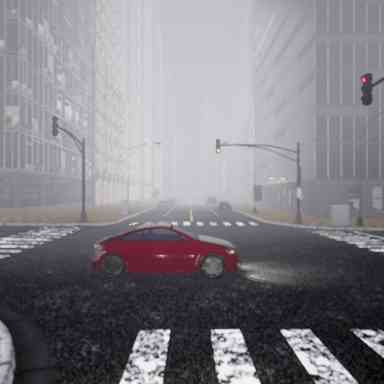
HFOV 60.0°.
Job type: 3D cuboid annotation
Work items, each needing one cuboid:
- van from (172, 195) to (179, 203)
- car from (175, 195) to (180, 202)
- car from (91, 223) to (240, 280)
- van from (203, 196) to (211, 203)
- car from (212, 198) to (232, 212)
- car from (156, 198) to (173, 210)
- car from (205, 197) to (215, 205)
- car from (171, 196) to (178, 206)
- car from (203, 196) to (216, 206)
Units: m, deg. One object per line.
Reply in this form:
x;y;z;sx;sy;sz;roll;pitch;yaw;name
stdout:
-4.265;1.786;85.685;1.690;1.788;3.998;0;0;0;van
-4.209;1.837;74.630;1.967;1.590;4.097;0;0;0;car
-0.735;1.631;9.717;4.181;1.385;1.994;1;0;-3;car
3.643;1.763;80.198;1.690;1.788;3.998;0;0;0;van
3.889;1.808;41.505;1.947;1.339;4.313;0;0;0;car
-4.068;1.851;46.991;1.802;1.307;4.206;0;0;0;car
3.699;1.813;69.142;1.967;1.590;4.097;0;0;0;car
-4.153;1.914;63.574;1.947;1.339;4.313;0;0;0;car
3.728;1.664;63.615;2.192;1.841;5.009;0;0;0;car
